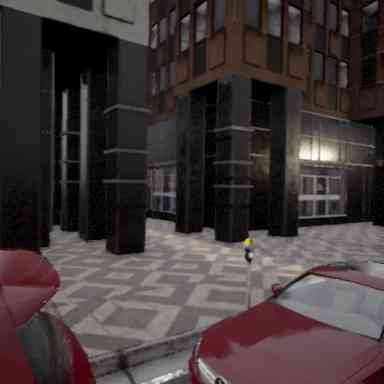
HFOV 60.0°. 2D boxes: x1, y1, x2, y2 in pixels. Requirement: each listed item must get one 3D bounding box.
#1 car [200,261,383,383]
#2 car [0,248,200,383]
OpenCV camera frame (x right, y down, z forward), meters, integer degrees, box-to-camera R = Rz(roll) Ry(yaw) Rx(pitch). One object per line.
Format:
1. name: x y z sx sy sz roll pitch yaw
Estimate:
1. car: 1.948 1.558 3.913 4.206 1.307 1.802 1 1 -34
2. car: -2.683 1.243 0.766 5.009 1.841 2.192 1 1 -34
